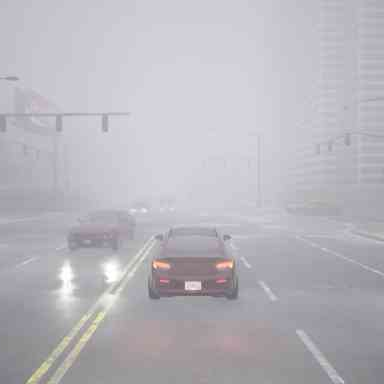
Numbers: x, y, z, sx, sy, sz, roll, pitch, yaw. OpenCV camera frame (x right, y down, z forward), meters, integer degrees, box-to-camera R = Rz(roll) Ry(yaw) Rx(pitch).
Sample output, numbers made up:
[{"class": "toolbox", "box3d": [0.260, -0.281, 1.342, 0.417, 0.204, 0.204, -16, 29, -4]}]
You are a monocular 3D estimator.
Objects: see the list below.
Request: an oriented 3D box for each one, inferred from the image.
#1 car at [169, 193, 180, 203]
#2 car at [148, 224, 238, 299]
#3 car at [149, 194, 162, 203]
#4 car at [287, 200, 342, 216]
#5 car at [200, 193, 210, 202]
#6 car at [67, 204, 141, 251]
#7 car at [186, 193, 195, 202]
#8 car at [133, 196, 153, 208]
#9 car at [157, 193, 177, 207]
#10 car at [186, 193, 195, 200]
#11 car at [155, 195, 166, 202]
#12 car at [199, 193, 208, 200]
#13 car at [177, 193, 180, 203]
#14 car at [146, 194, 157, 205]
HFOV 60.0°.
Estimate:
[{"class": "car", "box3d": [-3.826, 1.225, 72.066, 2.150, 2.045, 5.566, 0, 0, 0]}, {"class": "car", "box3d": [0.028, 1.526, 8.307, 1.812, 1.442, 4.674, 0, 0, 0]}, {"class": "car", "box3d": [-7.328, 1.352, 67.081, 2.097, 1.767, 4.553, 0, 0, 0]}, {"class": "car", "box3d": [11.553, 1.477, 31.538, 5.008, 1.535, 1.882, 0, 0, -1]}, {"class": "car", "box3d": [3.146, 1.515, 78.116, 2.128, 1.511, 4.902, 0, 0, 0]}, {"class": "car", "box3d": [-3.664, 1.477, 14.245, 1.882, 1.535, 5.008, 0, 0, 1]}, {"class": "car", "box3d": [-0.356, 1.584, 78.483, 1.895, 1.301, 4.718, 0, 0, 0]}, {"class": "car", "box3d": [-7.307, 1.601, 48.203, 1.895, 1.301, 4.718, 0, 0, 0]}, {"class": "car", "box3d": [-3.859, 1.221, 51.280, 2.150, 2.045, 5.566, 0, 0, -4]}, {"class": "car", "box3d": [-0.402, 1.184, 88.388, 2.097, 1.767, 4.553, 0, 0, 0]}, {"class": "car", "box3d": [-7.353, 1.523, 77.913, 2.128, 1.511, 4.902, 0, 0, 0]}, {"class": "car", "box3d": [3.098, 1.184, 88.404, 2.097, 1.767, 4.553, 0, 0, 0]}, {"class": "car", "box3d": [-3.841, 1.221, 61.637, 2.150, 2.045, 5.566, 0, 0, 0]}, {"class": "car", "box3d": [-7.341, 1.525, 57.029, 1.812, 1.442, 4.674, 0, 0, 0]}]
